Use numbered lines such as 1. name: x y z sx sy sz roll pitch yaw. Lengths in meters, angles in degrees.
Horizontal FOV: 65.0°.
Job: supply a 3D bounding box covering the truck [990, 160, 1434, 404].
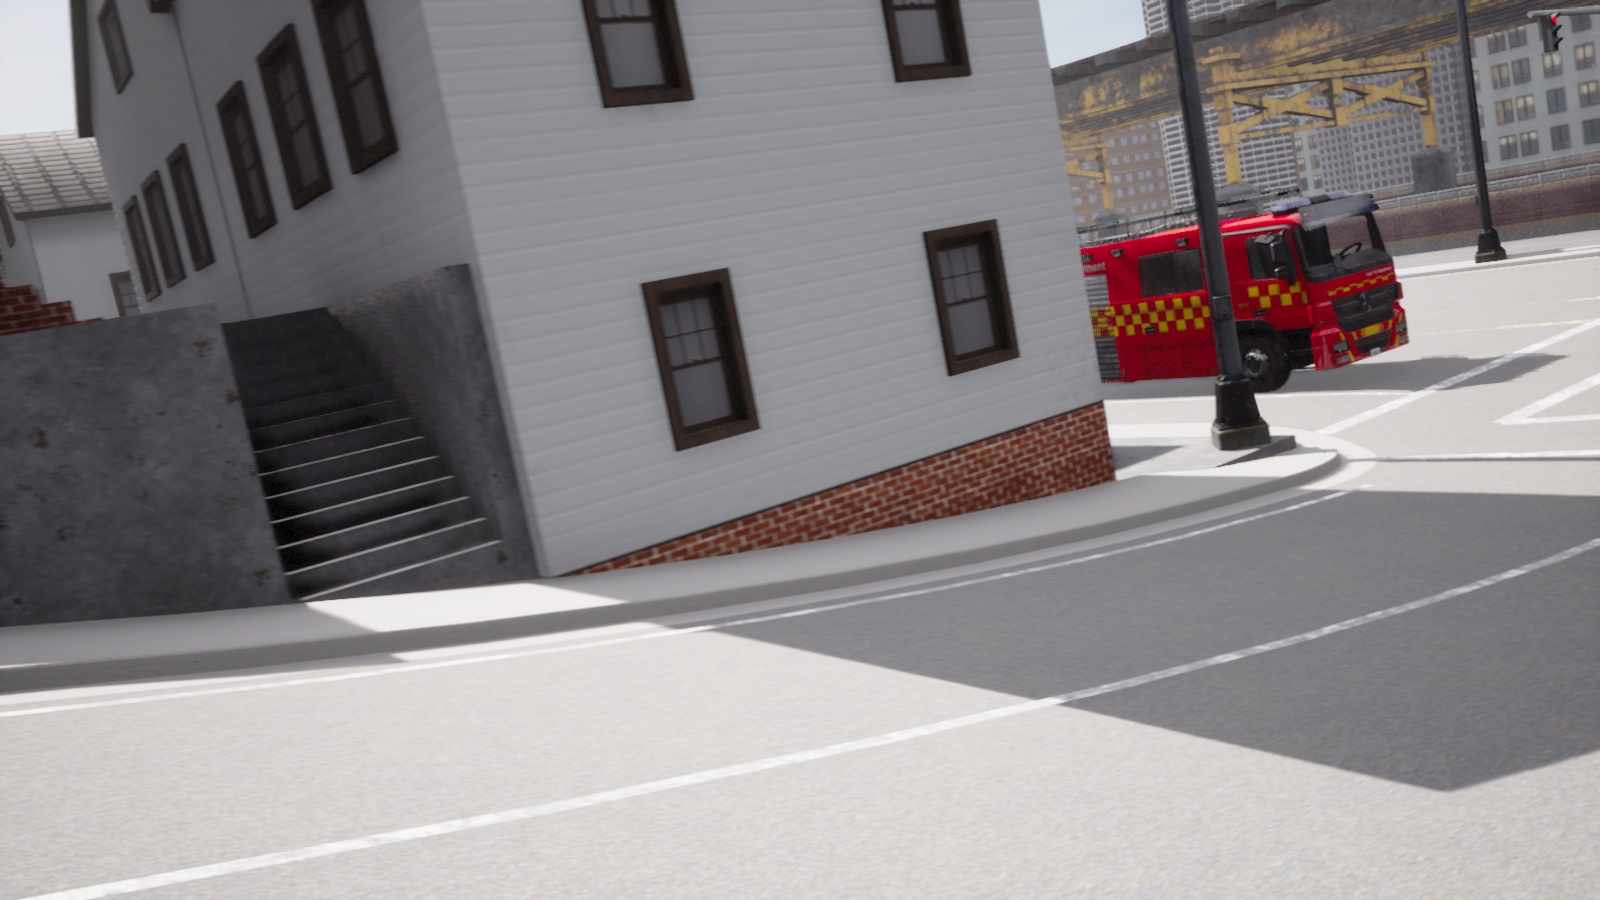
1. truck: 8.358 -3.299 26.784 2.891 3.827 8.468 -16 9 -33
